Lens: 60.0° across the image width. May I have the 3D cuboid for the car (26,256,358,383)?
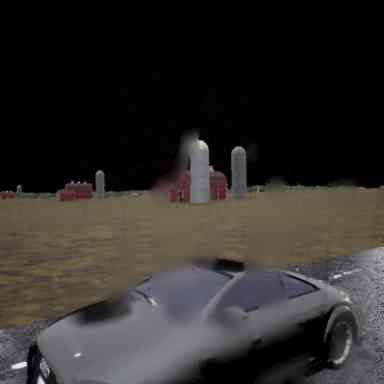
[{"bbox_3d":[0.242,1.596,4.199,4.181,1.385,1.994,0,-1,-37],"label":"car"}]
